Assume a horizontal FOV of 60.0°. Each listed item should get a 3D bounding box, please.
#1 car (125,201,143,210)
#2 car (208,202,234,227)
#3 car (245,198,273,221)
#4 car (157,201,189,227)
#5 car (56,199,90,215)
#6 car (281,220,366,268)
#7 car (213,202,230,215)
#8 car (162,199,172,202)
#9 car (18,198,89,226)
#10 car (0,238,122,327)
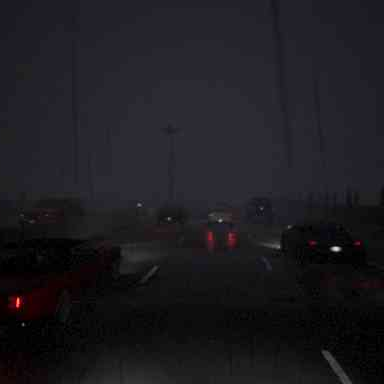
[{"bbox_3d":[-9.289,2.079,53.743,2.033,1.411,5.357,0,-1,6],"label":"car"},{"bbox_3d":[2.177,1.772,25.254,1.812,1.442,4.674,0,-1,5],"label":"car"},{"bbox_3d":[6.276,1.548,31.380,2.150,2.045,5.566,0,-1,5],"label":"car"},{"bbox_3d":[-1.337,1.711,25.271,1.882,1.535,5.008,0,-1,5],"label":"car"},{"bbox_3d":[-14.177,1.699,39.999,2.097,1.767,4.553,0,-1,6],"label":"car"},{"bbox_3d":[4.456,1.685,11.874,1.994,1.385,4.181,0,-1,5],"label":"car"},{"bbox_3d":[3.753,1.983,41.795,2.033,1.411,5.357,0,-1,5],"label":"car"},{"bbox_3d":[-4.746,2.188,64.310,2.128,1.511,4.902,0,-1,5],"label":"car"},{"bbox_3d":[-8.906,1.390,21.755,2.150,2.045,5.566,0,-1,5],"label":"car"},{"bbox_3d":[-2.984,1.651,7.131,1.895,1.301,4.718,0,-1,4],"label":"car"}]
